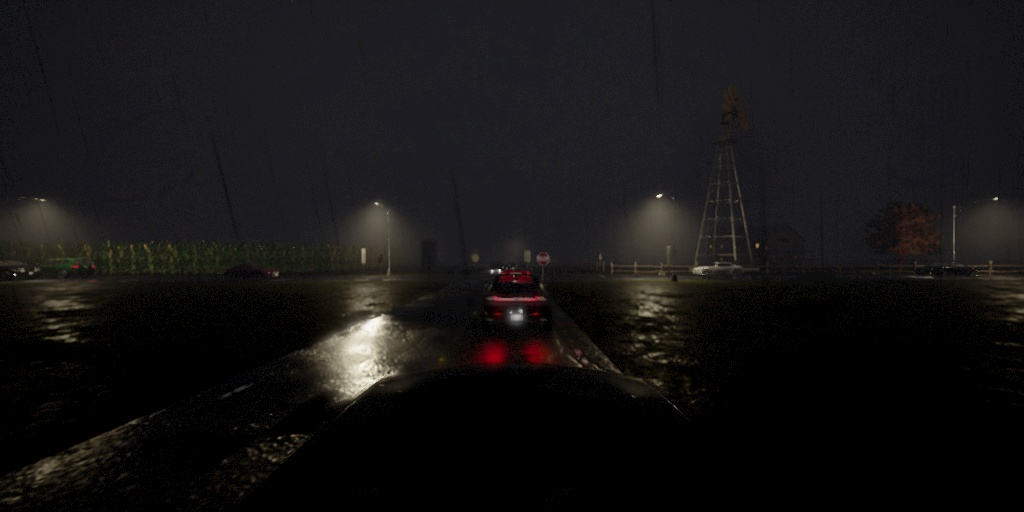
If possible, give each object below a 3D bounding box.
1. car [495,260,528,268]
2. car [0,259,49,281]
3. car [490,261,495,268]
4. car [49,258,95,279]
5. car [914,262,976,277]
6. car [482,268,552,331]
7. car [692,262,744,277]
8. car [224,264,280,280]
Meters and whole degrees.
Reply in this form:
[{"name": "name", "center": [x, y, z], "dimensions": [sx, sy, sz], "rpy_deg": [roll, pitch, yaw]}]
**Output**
[{"name": "car", "center": [0.315, 1.203, 23.621], "dimensions": [2.097, 1.767, 4.553], "rpy_deg": [0, 0, 3]}, {"name": "car", "center": [-48.390, 1.310, 34.011], "dimensions": [5.566, 2.045, 2.150], "rpy_deg": [0, 0, 0]}, {"name": "car", "center": [-2.577, 1.555, 58.867], "dimensions": [1.994, 1.385, 4.181], "rpy_deg": [0, 0, 1]}, {"name": "car", "center": [-46.499, 1.277, 36.848], "dimensions": [5.566, 2.045, 2.150], "rpy_deg": [0, 0, -1]}, {"name": "car", "center": [42.199, 1.299, 35.035], "dimensions": [4.181, 1.385, 1.994], "rpy_deg": [0, 0, 3]}, {"name": "car", "center": [0.135, 1.286, 11.130], "dimensions": [2.128, 1.511, 4.902], "rpy_deg": [0, 0, 0]}, {"name": "car", "center": [20.649, 1.335, 35.995], "dimensions": [4.674, 1.442, 1.812], "rpy_deg": [0, 0, 2]}, {"name": "car", "center": [-24.641, 1.524, 33.985], "dimensions": [4.674, 1.442, 1.812], "rpy_deg": [0, 0, 0]}]
